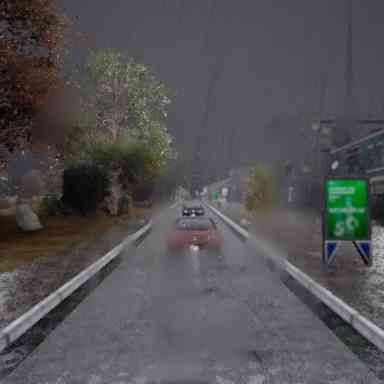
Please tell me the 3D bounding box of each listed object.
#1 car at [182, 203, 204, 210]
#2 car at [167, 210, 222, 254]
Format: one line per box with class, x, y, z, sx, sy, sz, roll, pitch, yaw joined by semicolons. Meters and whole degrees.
car;0.098;1.621;29.479;1.895;1.301;4.718;0;0;0
car;0.098;1.610;13.430;1.895;1.301;4.718;0;0;0
